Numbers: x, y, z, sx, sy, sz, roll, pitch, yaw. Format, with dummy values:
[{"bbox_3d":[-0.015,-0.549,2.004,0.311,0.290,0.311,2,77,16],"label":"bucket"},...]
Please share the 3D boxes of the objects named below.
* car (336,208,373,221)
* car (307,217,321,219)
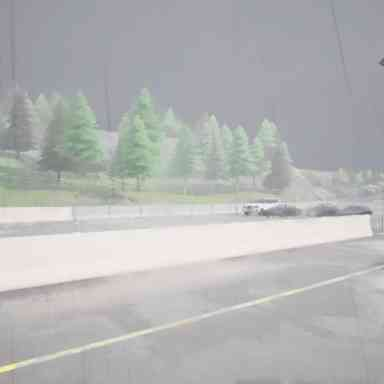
[{"bbox_3d":[14.772,1.946,30.123,4.892,1.490,1.837,2,-1,-44],"label":"car"},{"bbox_3d":[13.261,1.961,33.503,4.902,1.511,2.128,1,-1,-45],"label":"car"}]
